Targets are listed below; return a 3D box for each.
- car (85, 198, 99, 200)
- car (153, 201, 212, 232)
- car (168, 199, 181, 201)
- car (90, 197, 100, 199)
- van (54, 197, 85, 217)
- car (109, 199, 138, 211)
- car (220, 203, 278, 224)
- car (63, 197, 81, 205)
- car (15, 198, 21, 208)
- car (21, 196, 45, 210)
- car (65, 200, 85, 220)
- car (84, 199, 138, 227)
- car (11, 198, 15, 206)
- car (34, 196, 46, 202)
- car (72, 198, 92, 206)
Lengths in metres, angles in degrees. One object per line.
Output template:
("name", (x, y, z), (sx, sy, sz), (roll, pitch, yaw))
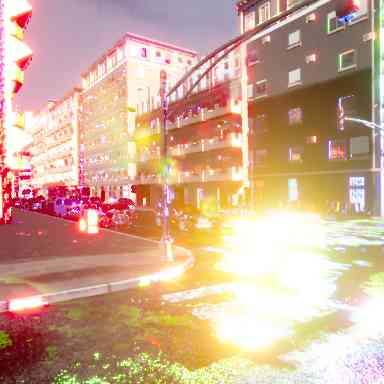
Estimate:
("car", (-12.626, 1.661, 37.719), (2.033, 1.411, 5.357), (-1, 0, -36))
("car", (-0.649, 1.564, 21.126), (1.837, 1.490, 4.892), (-1, 0, -34))
("car", (-2.335, 1.441, 33.322), (1.967, 1.590, 4.097), (-1, 1, -36))
("car", (-15.275, 1.502, 51.284), (1.967, 1.590, 4.097), (-1, 1, -36))
("van", (-12.371, 1.483, 32.914), (1.690, 1.788, 3.998), (-1, 1, -36))
("car", (-8.803, 1.581, 42.304), (2.008, 1.369, 4.403), (-1, 1, -36))
("car", (4.036, 1.498, 24.480), (1.752, 1.417, 4.829), (-1, 1, -36))
("car", (-21.742, 1.645, 60.266), (2.008, 1.369, 4.403), (-1, 1, -36))
("car", (-25.307, 1.769, 50.878), (1.947, 1.339, 4.313), (-1, 1, -36))
("car", (-22.074, 1.628, 46.387), (1.967, 1.590, 4.097), (-1, 1, -36))
("car", (-9.034, 1.652, 28.288), (1.752, 1.417, 4.829), (-1, 1, -36))
("car", (-5.900, 1.553, 23.935), (1.967, 1.590, 4.097), (-1, 1, -36))
("car", (-31.776, 1.782, 59.860), (1.887, 1.381, 4.507), (-1, 1, -36))
("car", (-37.916, 1.728, 82.719), (1.887, 1.381, 4.507), (-1, 1, -36))
("car", (-18.508, 1.643, 55.776), (1.947, 1.339, 4.313), (-1, 1, -36))
